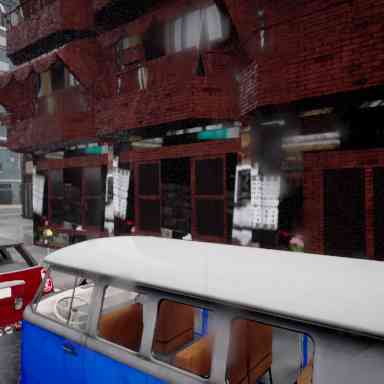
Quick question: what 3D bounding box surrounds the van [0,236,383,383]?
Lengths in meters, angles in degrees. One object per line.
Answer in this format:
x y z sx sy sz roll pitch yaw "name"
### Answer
0.286 1.341 2.530 3.998 1.788 1.690 0 -1 35 "van"
